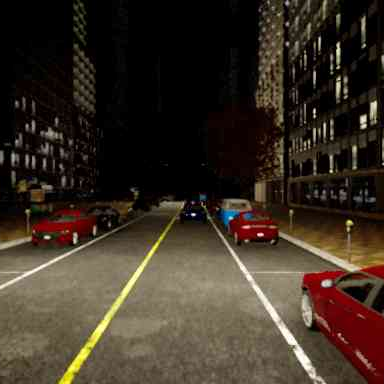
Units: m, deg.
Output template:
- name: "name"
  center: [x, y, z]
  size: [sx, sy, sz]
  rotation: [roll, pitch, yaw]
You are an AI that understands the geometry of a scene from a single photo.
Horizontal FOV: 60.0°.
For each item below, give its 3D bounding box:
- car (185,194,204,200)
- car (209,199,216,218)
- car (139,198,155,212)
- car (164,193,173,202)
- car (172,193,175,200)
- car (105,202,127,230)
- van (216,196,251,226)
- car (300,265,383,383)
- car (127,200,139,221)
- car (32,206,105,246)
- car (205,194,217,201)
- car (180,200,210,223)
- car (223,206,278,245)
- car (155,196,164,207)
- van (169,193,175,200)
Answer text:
- name: "car"
  center: [0.109, 1.338, 41.766]
  size: [2.097, 1.767, 4.553]
  rotation: [0, 0, 0]
- name: "car"
  center: [2.695, 1.543, 26.644]
  size: [2.008, 1.369, 4.403]
  rotation: [0, 0, 0]
- name: "car"
  center: [-5.683, 1.554, 37.983]
  size: [1.947, 1.339, 4.313]
  rotation: [0, 0, 0]
- name: "car"
  center: [-5.676, 1.537, 71.992]
  size: [1.947, 1.339, 4.313]
  rotation: [0, 0, 0]
- name: "car"
  center: [-5.674, 1.403, 83.328]
  size: [1.967, 1.590, 4.097]
  rotation: [0, 0, 0]
- name: "car"
  center: [-5.687, 1.560, 20.979]
  size: [1.947, 1.339, 4.313]
  rotation: [0, 0, 0]
- name: "van"
  center: [2.693, 1.335, 20.976]
  size: [1.690, 1.788, 3.998]
  rotation: [0, 0, 0]
- name: "car"
  center: [2.689, 1.544, 3.973]
  size: [1.887, 1.381, 4.507]
  rotation: [0, 0, 0]
- name: "car"
  center: [-5.686, 1.518, 26.477]
  size: [1.752, 1.417, 4.829]
  rotation: [0, 0, 0]
- name: "car"
  center: [-5.689, 1.541, 15.312]
  size: [1.887, 1.381, 4.507]
  rotation: [0, 0, 0]
- name: "car"
  center: [2.695, 1.305, 32.312]
  size: [2.192, 1.841, 5.009]
  rotation: [0, 0, 0]
- name: "car"
  center: [0.105, 1.556, 25.376]
  size: [1.994, 1.385, 4.181]
  rotation: [0, 0, 0]
- name: "car"
  center: [2.692, 1.541, 15.308]
  size: [1.887, 1.381, 4.507]
  rotation: [0, 0, 0]
- name: "car"
  center: [-5.681, 1.565, 49.320]
  size: [1.802, 1.307, 4.206]
  rotation: [0, 0, 0]
- name: "van"
  center: [-5.671, 1.295, 94.665]
  size: [1.690, 1.788, 3.998]
  rotation: [0, 0, 0]
